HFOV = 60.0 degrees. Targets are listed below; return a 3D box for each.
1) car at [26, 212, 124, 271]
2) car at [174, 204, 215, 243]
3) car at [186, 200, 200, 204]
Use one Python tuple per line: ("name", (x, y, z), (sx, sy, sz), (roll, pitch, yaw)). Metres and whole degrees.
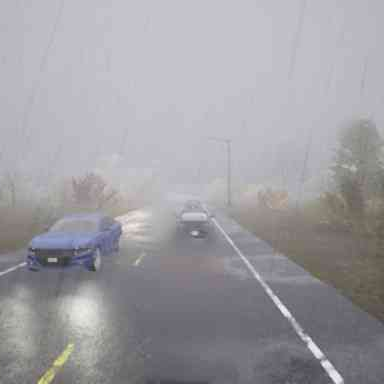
("car", (-3.598, 1.478, 11.070), (1.882, 1.535, 5.008), (0, 0, 0))
("car", (0.113, 1.523, 16.011), (1.812, 1.442, 4.674), (0, 0, 0))
("car", (0.099, 1.524, 34.316), (2.033, 1.411, 5.357), (0, 0, 0))
